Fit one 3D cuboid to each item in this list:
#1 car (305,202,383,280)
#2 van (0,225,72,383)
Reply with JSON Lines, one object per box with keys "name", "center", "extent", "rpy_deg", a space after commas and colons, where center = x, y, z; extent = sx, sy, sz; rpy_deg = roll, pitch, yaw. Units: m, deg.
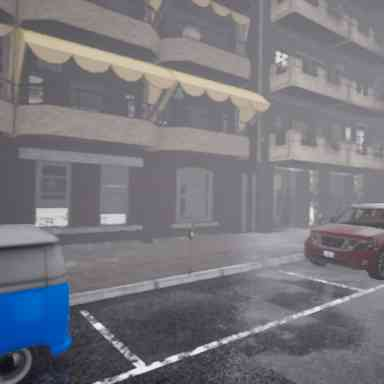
{"name": "car", "center": [5.592, 1.281, 10.055], "extent": [5.009, 1.841, 2.192], "rpy_deg": [0, 2, -35]}
{"name": "van", "center": [-3.414, 1.344, 3.635], "extent": [3.998, 1.788, 1.690], "rpy_deg": [0, 2, -35]}
